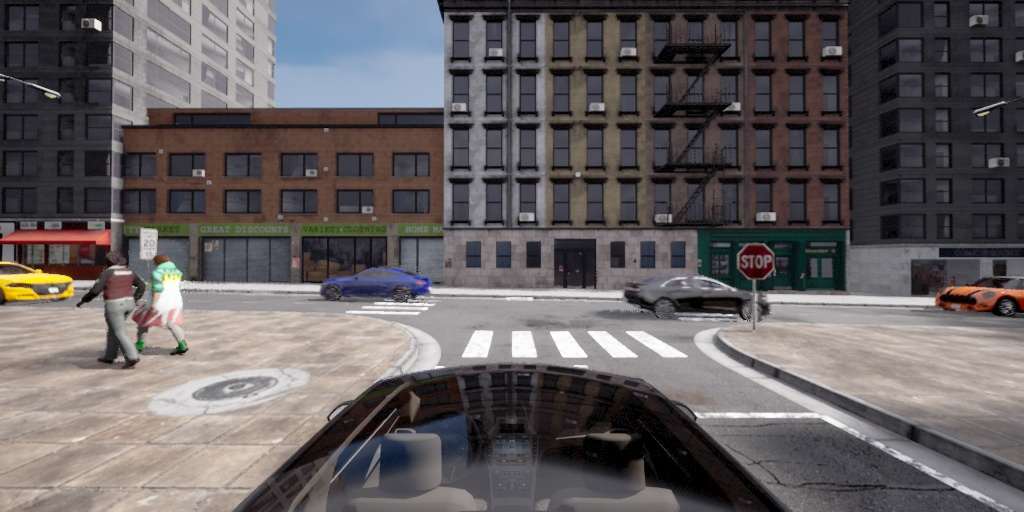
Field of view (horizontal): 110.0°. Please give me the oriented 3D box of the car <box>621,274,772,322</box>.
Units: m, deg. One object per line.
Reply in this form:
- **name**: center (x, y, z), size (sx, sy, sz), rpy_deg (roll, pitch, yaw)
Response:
- **car**: center (6.436, 1.413, 12.725), size (4.902, 1.511, 2.128), rpy_deg (1, -1, 0)

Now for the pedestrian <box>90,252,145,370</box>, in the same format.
- **pedestrian**: center (-6.342, 0.834, 5.775), size (0.375, 1.860, 0.375), rpy_deg (0, -1, 0)

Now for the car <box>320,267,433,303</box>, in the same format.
- **car**: center (-5.864, 1.220, 15.714), size (4.674, 1.442, 1.812), rpy_deg (1, -1, 0)

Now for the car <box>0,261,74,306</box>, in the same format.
- **car**: center (-18.844, 0.908, 12.810), size (5.008, 1.535, 1.882), rpy_deg (1, -1, 0)

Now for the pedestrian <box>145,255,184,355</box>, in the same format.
- **pedestrian**: center (-6.363, 0.836, 6.491), size (0.375, 1.860, 0.375), rpy_deg (0, -1, 0)

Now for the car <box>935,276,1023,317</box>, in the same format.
- **car**: center (21.592, 1.671, 15.618), size (4.553, 1.767, 2.097), rpy_deg (1, -1, 0)
